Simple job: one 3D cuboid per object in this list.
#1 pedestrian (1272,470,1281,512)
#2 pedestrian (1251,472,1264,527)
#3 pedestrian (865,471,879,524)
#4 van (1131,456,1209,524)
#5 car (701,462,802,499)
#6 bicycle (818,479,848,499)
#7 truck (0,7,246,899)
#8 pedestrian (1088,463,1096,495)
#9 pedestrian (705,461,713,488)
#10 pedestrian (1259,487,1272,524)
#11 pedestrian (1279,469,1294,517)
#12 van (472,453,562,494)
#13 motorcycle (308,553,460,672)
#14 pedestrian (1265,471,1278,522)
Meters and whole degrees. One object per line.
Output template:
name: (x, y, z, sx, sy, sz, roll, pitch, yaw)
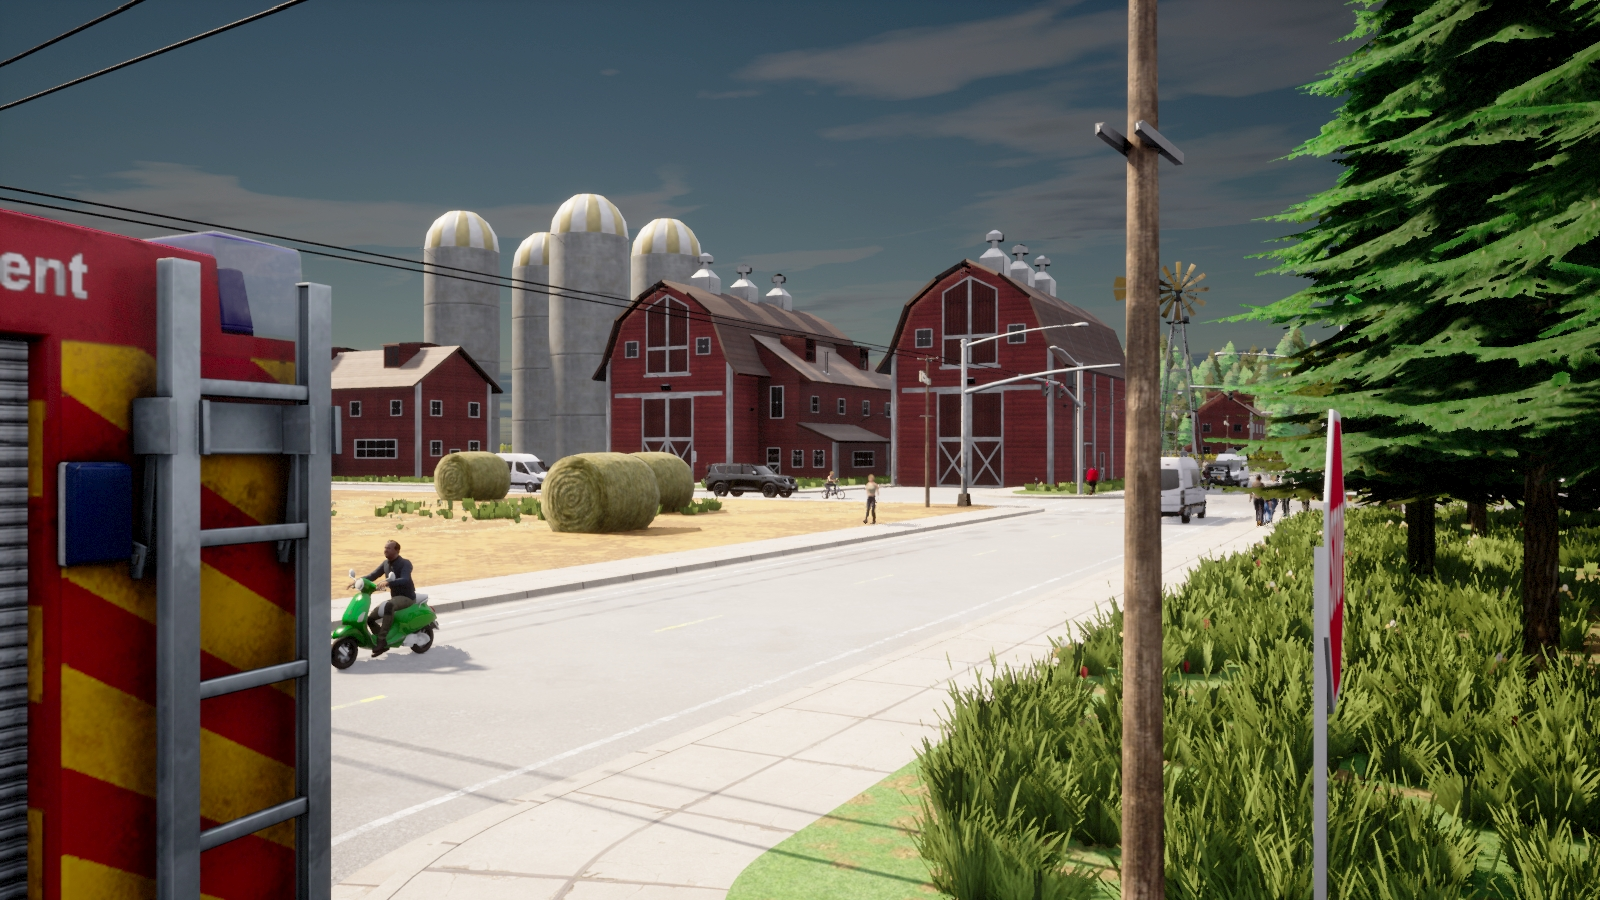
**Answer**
pedestrian: (21.330, 1.840, 51.162, 0.375, 1.860, 0.375, 0, 0, 25)
pedestrian: (15.771, 1.695, 39.357, 0.375, 1.860, 0.375, 0, 0, 30)
pedestrian: (2.541, 1.694, 40.496, 0.375, 1.860, 0.375, 0, 0, 25)
van: (15.121, 1.534, 46.421, 1.988, 2.561, 5.915, 0, 0, 28)
car: (-2.848, 1.753, 67.108, 5.566, 2.045, 2.150, 0, 0, 27)
bicycle: (1.881, 2.220, 64.671, 1.487, 1.080, 0.859, 0, 0, 27)
truck: (-6.107, 0.866, 3.610, 8.468, 3.827, 2.891, 0, 0, 22)
pedestrian: (17.077, 1.681, 66.743, 0.375, 1.860, 0.375, 0, 0, 30)
pedestrian: (-6.178, 1.671, 77.814, 0.375, 1.860, 0.375, 0, 0, 30)
pedestrian: (16.710, 1.976, 40.985, 0.375, 1.300, 0.375, 0, 0, 30)
pedestrian: (19.222, 1.694, 45.127, 0.375, 1.860, 0.375, 0, 0, -24)
van: (-18.653, 1.495, 75.246, 5.915, 2.561, 1.988, 0, 1, 27)
motorcycle: (-5.564, 2.142, 15.393, 0.856, 1.316, 1.805, 0, 0, 28)
pedestrian: (17.373, 1.694, 42.100, 0.375, 1.860, 0.375, 0, 0, 31)
